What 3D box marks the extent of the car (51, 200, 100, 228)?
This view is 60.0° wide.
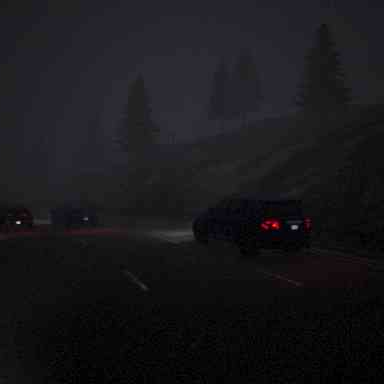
[{"bbox_3d":[-7.842,1.442,21.920,1.882,1.535,5.008,0,0,-37],"label":"car"}]

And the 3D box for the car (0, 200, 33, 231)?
[{"bbox_3d":[-11.219,1.465,20.587,1.837,1.490,4.892,0,0,-37],"label":"car"}]

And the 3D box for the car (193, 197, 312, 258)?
[{"bbox_3d":[2.072,1.212,13.044,2.150,2.045,5.566,0,0,-27],"label":"car"}]

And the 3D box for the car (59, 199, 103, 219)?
[{"bbox_3d":[-10.061,1.458,29.853,1.837,1.490,4.892,1,0,-43],"label":"car"}]
